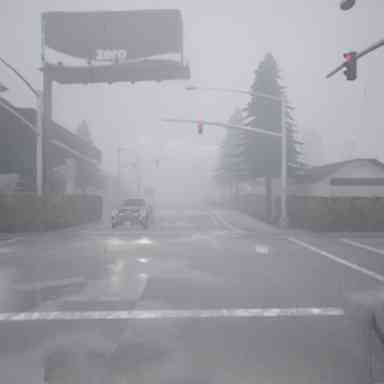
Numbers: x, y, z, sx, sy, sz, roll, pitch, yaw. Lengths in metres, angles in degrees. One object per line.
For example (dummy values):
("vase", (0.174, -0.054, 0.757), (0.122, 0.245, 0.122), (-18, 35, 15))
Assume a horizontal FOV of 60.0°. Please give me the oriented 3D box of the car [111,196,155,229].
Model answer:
("car", (-3.534, 1.164, 20.573), (2.097, 1.767, 4.553), (0, 0, 0))
